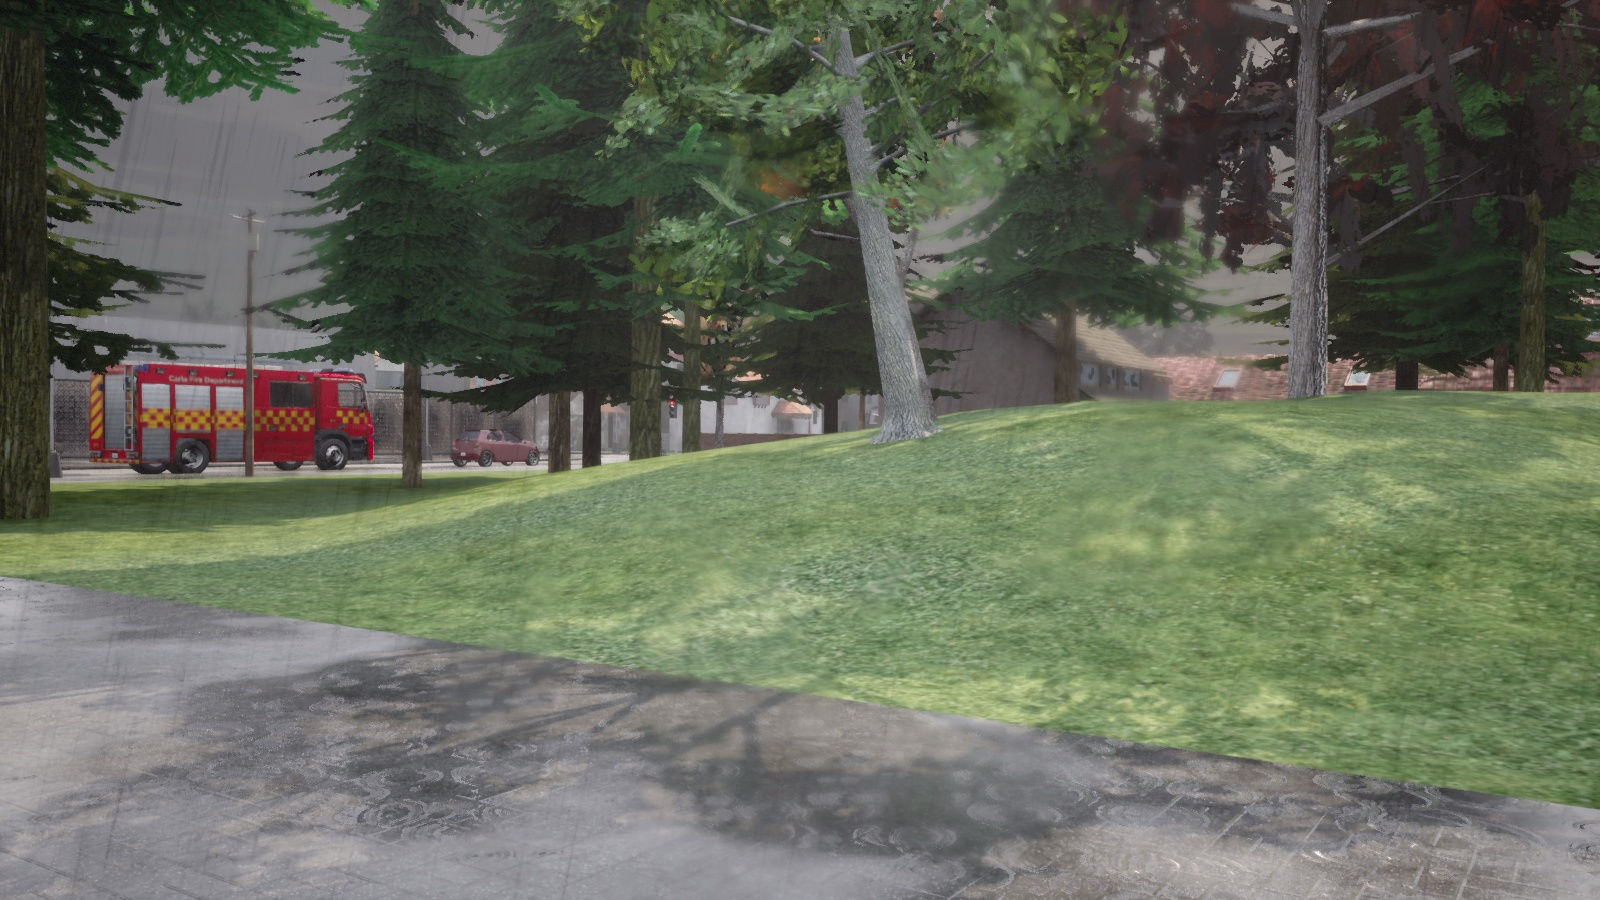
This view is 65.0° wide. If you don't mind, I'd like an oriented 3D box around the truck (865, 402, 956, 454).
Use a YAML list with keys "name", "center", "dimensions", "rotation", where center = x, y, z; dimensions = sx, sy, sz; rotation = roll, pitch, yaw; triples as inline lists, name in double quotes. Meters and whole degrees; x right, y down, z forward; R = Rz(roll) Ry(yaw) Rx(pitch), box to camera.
- name: "truck"
  center: [7.773, -1.513, 87.329]
  dimensions: [2.891, 3.462, 7.936]
  rotation: [0, 1, 33]

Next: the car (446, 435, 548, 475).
- name: "car"
  center: [-12.067, 0.169, 50.173]
  dimensions: [1.845, 1.501, 3.633]
  rotation: [0, 1, 33]

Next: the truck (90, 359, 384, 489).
- name: "truck"
  center: [-18.100, -0.831, 41.094]
  dimensions: [2.891, 3.827, 8.468]
  rotation: [0, 1, 34]

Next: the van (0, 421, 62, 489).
- name: "van"
  center: [-25.084, 0.166, 37.809]
  dimensions: [2.069, 2.038, 4.480]
  rotation: [0, 1, 34]
